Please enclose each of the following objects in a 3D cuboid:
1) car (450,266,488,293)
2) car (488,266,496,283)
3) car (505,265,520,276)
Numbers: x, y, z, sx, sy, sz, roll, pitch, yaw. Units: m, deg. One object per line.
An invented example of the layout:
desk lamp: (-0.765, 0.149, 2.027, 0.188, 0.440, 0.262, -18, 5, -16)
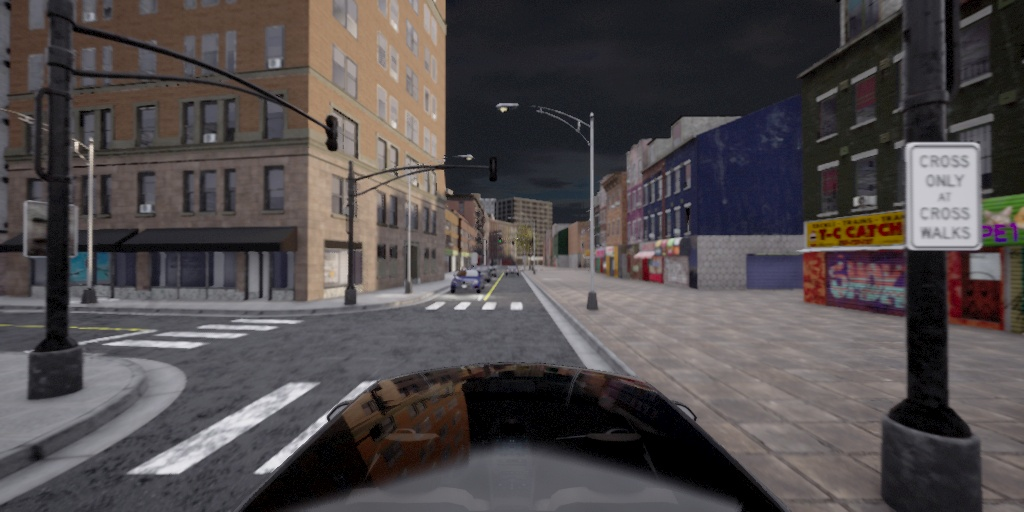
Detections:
car: (-2.842, 1.569, 23.686, 1.812, 1.442, 4.674, 0, -1, 0)
car: (-2.842, 1.657, 32.870, 2.128, 1.511, 4.902, 0, -1, 0)
car: (0.015, 1.922, 48.023, 2.033, 1.411, 5.357, 0, -1, 0)
